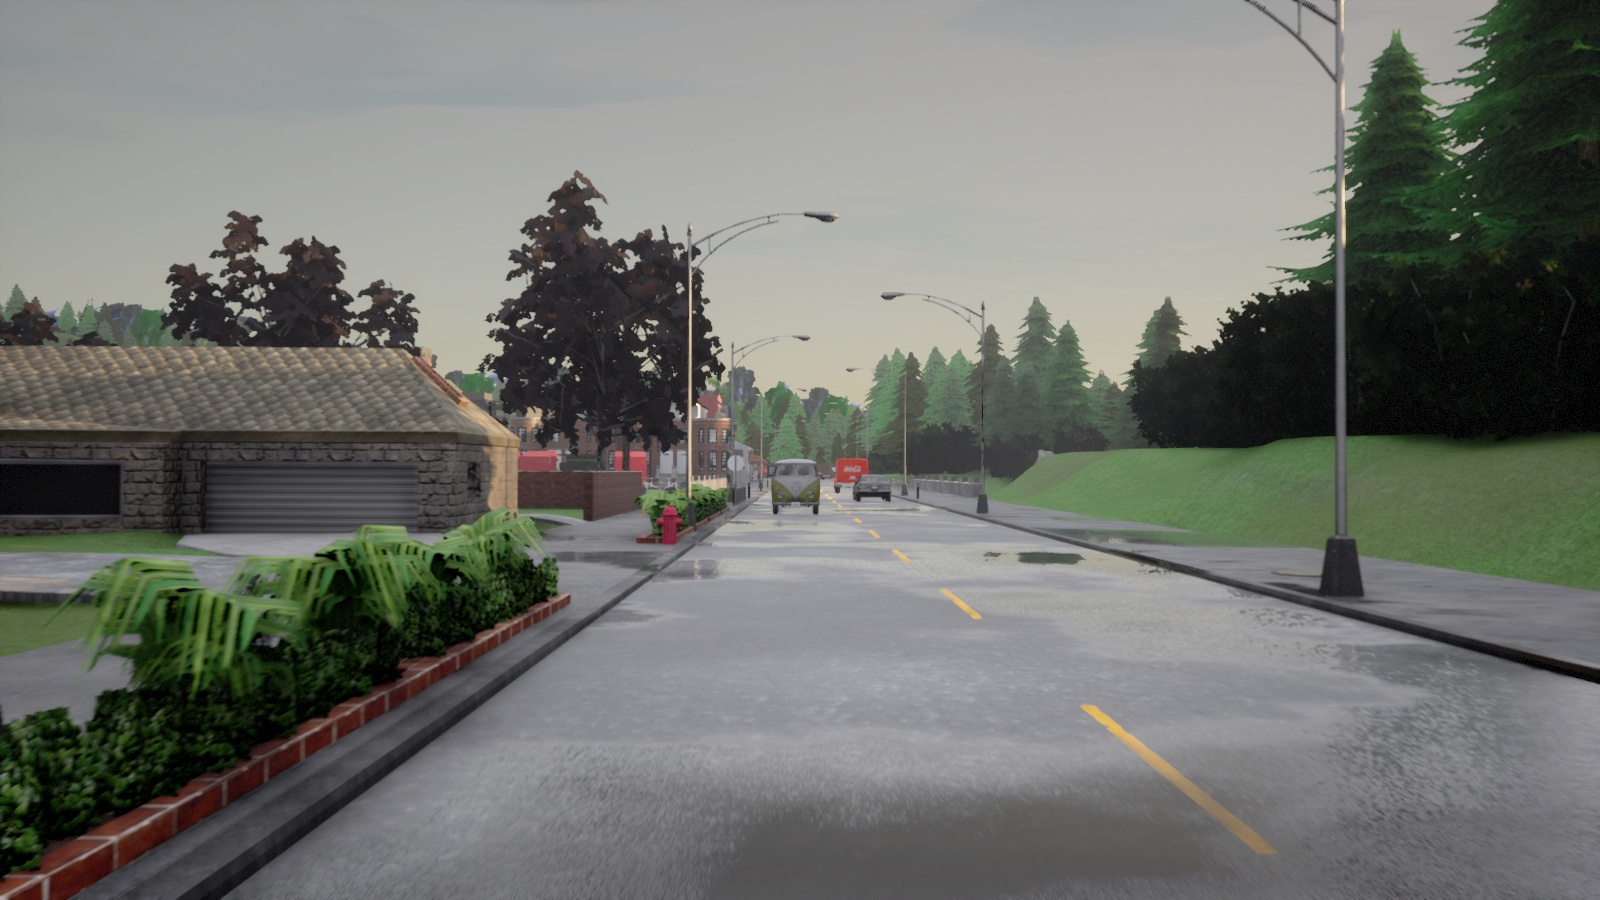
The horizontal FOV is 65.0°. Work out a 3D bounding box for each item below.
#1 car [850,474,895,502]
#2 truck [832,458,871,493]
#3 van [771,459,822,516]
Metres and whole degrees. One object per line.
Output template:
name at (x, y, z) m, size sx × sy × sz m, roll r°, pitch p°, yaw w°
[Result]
car at (3.790, 1.960, 66.496) m, size 2.033 × 1.411 × 5.357 m, roll 0°, pitch -1°, yaw 0°
truck at (3.706, 1.840, 91.049) m, size 2.627 × 2.467 × 5.204 m, roll 0°, pitch -1°, yaw 0°
van at (-0.143, 1.338, 45.977) m, size 1.775 × 1.987 × 4.442 m, roll 0°, pitch -1°, yaw 0°
